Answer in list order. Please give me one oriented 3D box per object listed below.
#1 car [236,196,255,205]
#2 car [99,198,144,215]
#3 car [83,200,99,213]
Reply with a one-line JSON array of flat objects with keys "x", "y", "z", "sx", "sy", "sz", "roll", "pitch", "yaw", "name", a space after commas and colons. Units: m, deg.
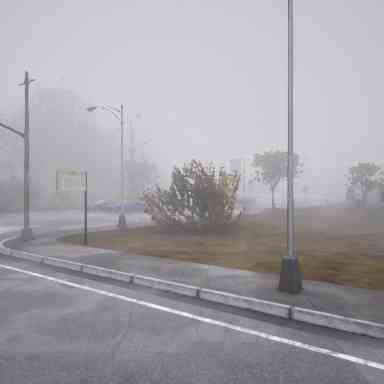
[{"x": 8.280, "y": 1.375, "z": 53.326, "sx": 1.895, "sy": 1.301, "sz": 4.718, "roll": 0, "pitch": 1, "yaw": 39, "name": "car"}, {"x": -6.783, "y": 1.475, "z": 34.591, "sx": 1.882, "sy": 1.535, "sz": 5.008, "roll": 0, "pitch": 0, "yaw": 39, "name": "car"}, {"x": -9.547, "y": 1.475, "z": 36.738, "sx": 1.882, "sy": 1.535, "sz": 5.008, "roll": 0, "pitch": 0, "yaw": 39, "name": "car"}]
